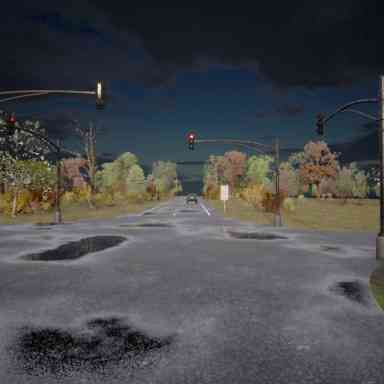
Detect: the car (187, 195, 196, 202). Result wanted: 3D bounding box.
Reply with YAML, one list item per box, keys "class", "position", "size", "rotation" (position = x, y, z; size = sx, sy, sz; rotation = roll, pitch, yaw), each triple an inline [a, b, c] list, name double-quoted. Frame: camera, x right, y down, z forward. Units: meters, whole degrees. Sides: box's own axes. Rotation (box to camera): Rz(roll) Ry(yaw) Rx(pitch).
- class: "car"
  position: [-0.011, 1.465, 78.038]
  size: [2.033, 1.411, 5.357]
  rotation: [0, 0, 0]

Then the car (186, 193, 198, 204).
- class: "car"
  position: [-0.009, 1.293, 67.647]
  size: [2.150, 2.045, 5.566]
  rotation: [0, 0, 0]
